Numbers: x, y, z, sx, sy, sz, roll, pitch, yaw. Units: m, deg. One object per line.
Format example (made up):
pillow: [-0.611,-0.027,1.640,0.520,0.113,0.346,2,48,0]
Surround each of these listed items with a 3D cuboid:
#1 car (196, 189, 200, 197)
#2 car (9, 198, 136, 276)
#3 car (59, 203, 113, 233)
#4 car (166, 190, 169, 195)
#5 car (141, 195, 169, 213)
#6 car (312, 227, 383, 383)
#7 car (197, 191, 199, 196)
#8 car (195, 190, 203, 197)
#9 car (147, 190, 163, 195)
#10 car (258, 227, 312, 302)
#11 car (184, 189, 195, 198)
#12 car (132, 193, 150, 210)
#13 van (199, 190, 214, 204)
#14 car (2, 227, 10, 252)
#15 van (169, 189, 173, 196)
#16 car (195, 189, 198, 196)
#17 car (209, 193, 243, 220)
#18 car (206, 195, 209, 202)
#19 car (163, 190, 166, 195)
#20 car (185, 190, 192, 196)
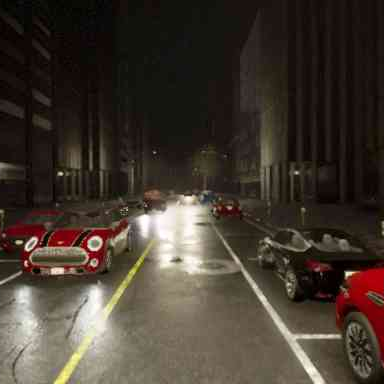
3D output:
car: [2.113,0.717,64.415,1.752,1.417,4.829,0,1,0]
car: [-3.207,1.249,10.109,2.097,1.767,4.553,0,1,-1]
car: [-5.882,1.392,19.022,1.802,1.307,4.206,0,1,-1]
car: [-6.482,0.695,69.559,1.752,1.417,4.829,0,1,0]
car: [-3.364,1.249,31.517,1.895,1.301,4.718,0,1,-1]
car: [2.842,1.272,2.177,2.192,1.841,5.009,0,1,-1]
car: [2.241,0.871,53.104,1.752,1.417,4.829,0,1,-1]
car: [1.840,0.336,86.765,1.967,1.590,4.097,0,1,-1]
car: [-6.284,0.712,52.851,2.192,1.841,5.009,0,1,-1]
car: [2.777,1.458,7.820,1.947,1.339,4.313,0,1,-1]
car: [-0.904,0.554,77.105,2.128,1.511,4.902,0,1,-1]
car: [-6.083,1.162,35.937,2.008,1.369,4.403,0,1,-1]
van: [2.309,0.764,47.291,1.690,1.788,3.998,0,1,-1]
car: [-5.815,1.420,13.383,1.887,1.381,4.507,0,1,-1]
van: [-6.685,0.285,86.679,1.690,1.788,3.998,0,1,-1]
car: [1.907,0.407,81.128,1.967,1.590,4.097,0,1,-1]
car: [2.576,1.136,24.735,1.967,1.590,4.097,0,1,-1]
car: [2.510,1.212,30.377,1.802,1.307,4.206,0,1,-1]
car: [-6.351,0.637,58.490,2.192,1.841,5.009,0,1,-1]
car: [-1.029,0.257,87.522,1.812,1.442,4.674,0,1,-1]
